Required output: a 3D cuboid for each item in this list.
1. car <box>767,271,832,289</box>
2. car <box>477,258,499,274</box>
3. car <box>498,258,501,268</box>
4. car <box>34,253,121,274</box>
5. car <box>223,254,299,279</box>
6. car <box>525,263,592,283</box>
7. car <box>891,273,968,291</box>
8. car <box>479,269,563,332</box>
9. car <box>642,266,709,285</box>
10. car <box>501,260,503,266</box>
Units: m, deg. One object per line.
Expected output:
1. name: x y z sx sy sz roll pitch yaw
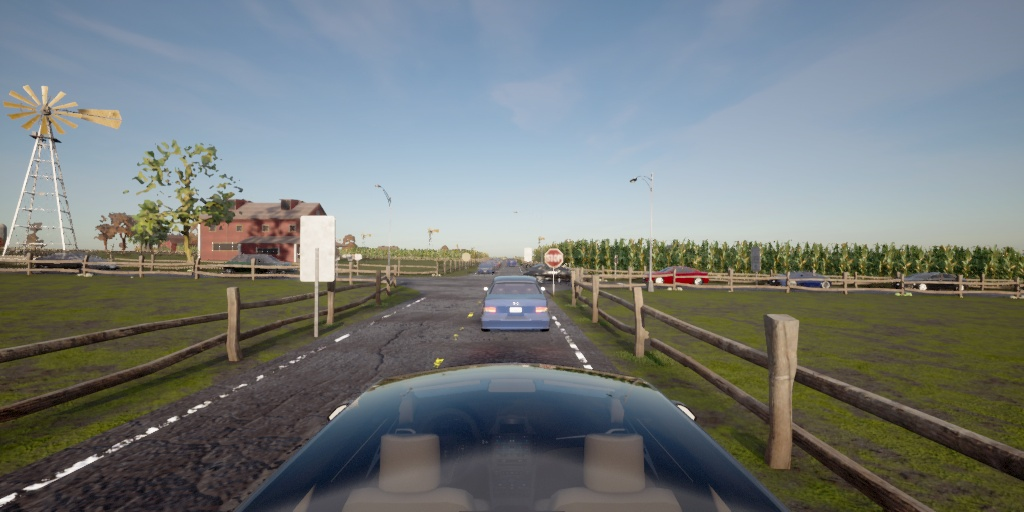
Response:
1. car: 23.070 1.905 28.878 4.181 1.385 1.994 1 -1 0
2. car: -2.933 1.318 41.863 2.033 1.411 5.357 0 0 0
3. car: -2.949 1.307 51.501 1.812 1.442 4.674 0 0 0
4. car: -31.676 0.523 26.248 4.902 1.511 2.128 1 -1 0
5. car: -18.173 0.696 26.169 4.553 1.767 2.097 1 -1 0
6. car: 3.316 1.328 26.030 4.892 1.490 1.837 2 0 0
7. car: 33.469 2.085 28.804 4.892 1.490 1.837 1 -1 0
8. car: 0.081 1.300 10.851 2.033 1.411 5.357 0 0 0
9. car: 13.143 1.588 28.930 5.008 1.535 1.882 1 -1 0
10. car: -2.949 1.146 61.512 2.097 1.767 4.553 0 0 0
